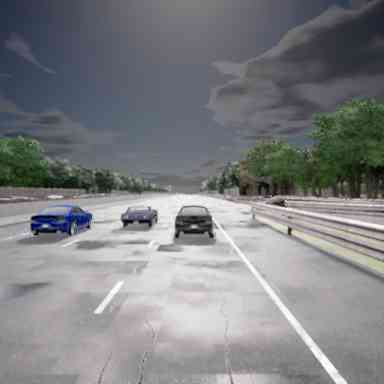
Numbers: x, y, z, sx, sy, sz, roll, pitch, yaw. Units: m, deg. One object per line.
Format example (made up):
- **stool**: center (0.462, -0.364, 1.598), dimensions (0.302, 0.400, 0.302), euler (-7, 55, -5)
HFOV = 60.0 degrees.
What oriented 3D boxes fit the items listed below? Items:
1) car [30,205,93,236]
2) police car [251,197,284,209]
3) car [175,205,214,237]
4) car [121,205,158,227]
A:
- **car**: center (-6.899, 1.440, 18.141), dimensions (1.882, 1.535, 5.008), euler (0, 0, 0)
- **police car**: center (8.772, 1.366, 39.654), dimensions (2.038, 1.542, 4.974), euler (-1, 0, -18)
- **car**: center (0.101, 1.441, 17.797), dimensions (1.882, 1.535, 5.008), euler (0, 0, 0)
- **car**: center (-3.399, 1.557, 22.458), dimensions (1.895, 1.301, 4.718), euler (0, 0, 0)
